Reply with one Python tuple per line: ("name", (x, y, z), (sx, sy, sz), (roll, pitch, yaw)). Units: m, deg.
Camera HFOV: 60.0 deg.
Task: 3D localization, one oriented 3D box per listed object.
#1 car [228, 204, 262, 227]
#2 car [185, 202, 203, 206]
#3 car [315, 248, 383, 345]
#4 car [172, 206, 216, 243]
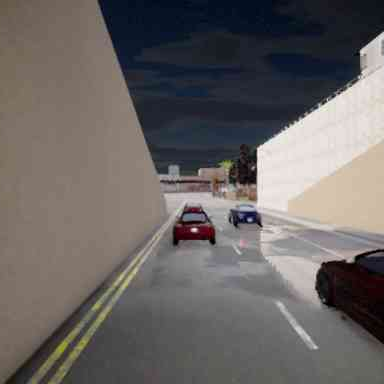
("car", (3.606, 1.567, 22.945), (1.812, 1.442, 4.674), (0, 0, 0))
("car", (0.107, 1.658, 32.032), (1.895, 1.301, 4.718), (0, 0, 0))
("car", (3.602, 1.574, 5.385), (1.994, 1.385, 4.181), (0, 0, 0))
("car", (0.102, 1.594, 16.278), (1.994, 1.385, 4.181), (0, 0, 0))
